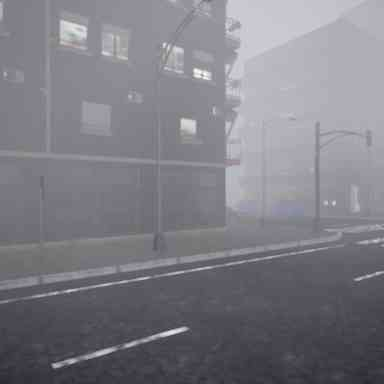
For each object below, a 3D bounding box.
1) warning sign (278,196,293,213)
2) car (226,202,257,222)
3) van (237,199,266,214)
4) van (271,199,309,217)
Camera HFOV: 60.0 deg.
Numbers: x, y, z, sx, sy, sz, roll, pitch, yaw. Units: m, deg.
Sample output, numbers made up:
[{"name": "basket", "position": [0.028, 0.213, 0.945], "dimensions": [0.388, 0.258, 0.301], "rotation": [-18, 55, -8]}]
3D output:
[{"name": "warning sign", "position": [10.641, 1.410, 37.983], "dimensions": [1.300, 1.860, 1.060], "rotation": [1, 0, -36]}, {"name": "car", "position": [3.380, 1.881, 29.703], "dimensions": [1.802, 1.307, 4.206], "rotation": [-1, 0, -36]}, {"name": "van", "position": [6.839, 1.686, 39.124], "dimensions": [1.690, 1.788, 3.998], "rotation": [-1, 0, -36]}, {"name": "van", "position": [10.137, 1.612, 34.596], "dimensions": [1.690, 1.788, 3.998], "rotation": [-1, 0, -36]}]
